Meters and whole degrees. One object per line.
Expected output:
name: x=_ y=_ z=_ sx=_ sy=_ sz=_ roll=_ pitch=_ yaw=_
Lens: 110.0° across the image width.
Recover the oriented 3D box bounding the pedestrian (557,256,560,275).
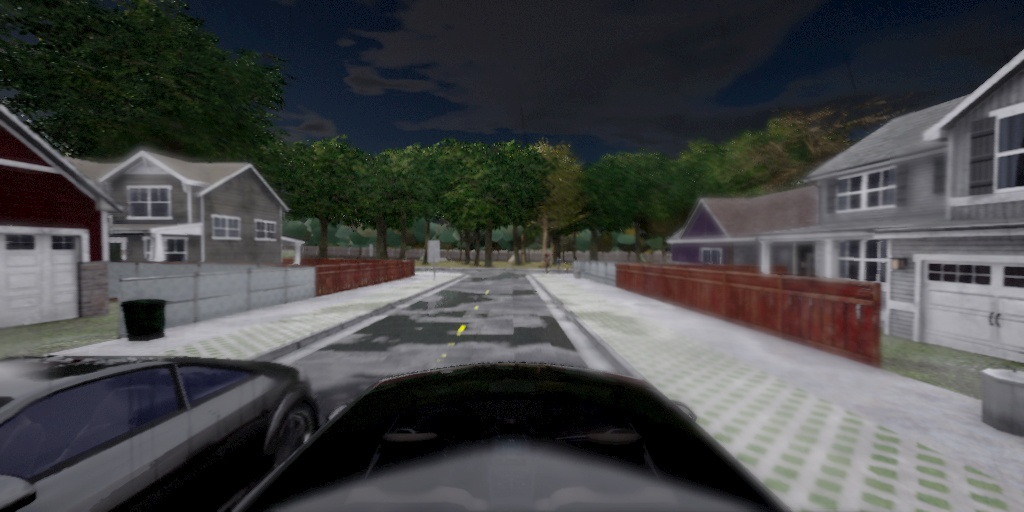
pedestrian: x=4.511 y=0.885 z=35.129 sx=0.375 sy=1.860 sz=0.375 roll=-1 pitch=1 yaw=0

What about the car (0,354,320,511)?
car: x=-2.850 y=1.314 z=1.769 sx=1.994 sy=1.385 sz=4.181 roll=0 pitch=0 yaw=0

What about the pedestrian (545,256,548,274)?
pedestrian: x=3.511 y=0.896 z=36.330 sx=0.375 sy=1.860 sz=0.375 roll=-1 pitch=1 yaw=0

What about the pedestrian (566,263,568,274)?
pedestrian: x=5.511 y=1.265 z=35.739 sx=0.500 sy=1.100 sz=0.500 roll=-1 pitch=1 yaw=0
